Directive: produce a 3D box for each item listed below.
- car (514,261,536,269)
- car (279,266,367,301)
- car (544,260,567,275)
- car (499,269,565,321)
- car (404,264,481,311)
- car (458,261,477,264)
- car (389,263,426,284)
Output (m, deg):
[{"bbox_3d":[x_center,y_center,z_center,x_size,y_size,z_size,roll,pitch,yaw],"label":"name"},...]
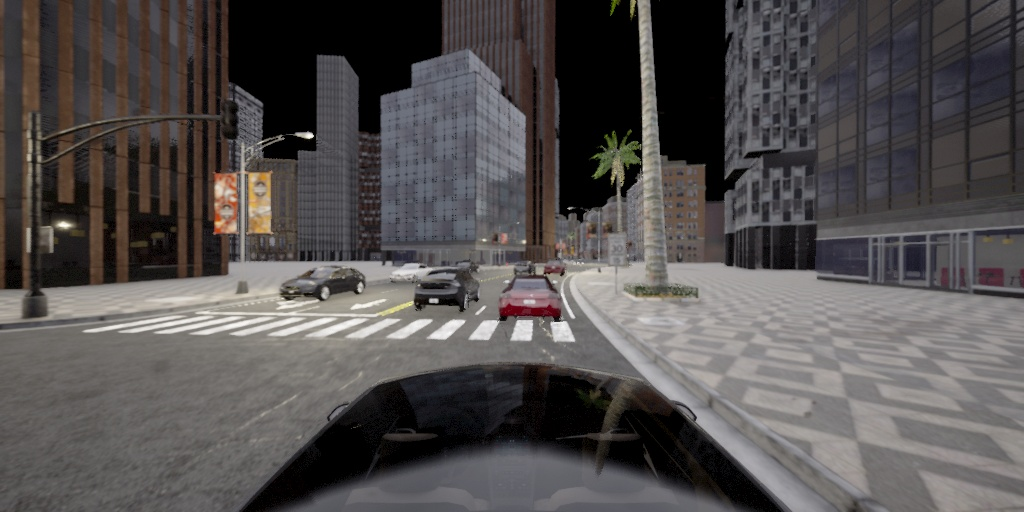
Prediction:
[{"bbox_3d":[1.453,1.299,38.851,2.128,1.511,4.902,0,0,13],"label":"car"},{"bbox_3d":[-8.950,1.249,17.426,1.837,1.490,4.892,0,0,7],"label":"car"},{"bbox_3d":[4.683,1.171,38.365,2.097,1.767,4.553,0,0,13],"label":"car"},{"bbox_3d":[0.661,1.328,12.595,1.994,1.385,4.181,0,0,4],"label":"car"},{"bbox_3d":[-2.463,1.264,14.512,1.837,1.490,4.892,0,0,4],"label":"car"},{"bbox_3d":[-5.105,1.291,40.124,1.837,1.490,4.892,0,0,14],"label":"car"},{"bbox_3d":[-7.609,1.287,27.513,1.812,1.442,4.674,0,0,9],"label":"car"}]
